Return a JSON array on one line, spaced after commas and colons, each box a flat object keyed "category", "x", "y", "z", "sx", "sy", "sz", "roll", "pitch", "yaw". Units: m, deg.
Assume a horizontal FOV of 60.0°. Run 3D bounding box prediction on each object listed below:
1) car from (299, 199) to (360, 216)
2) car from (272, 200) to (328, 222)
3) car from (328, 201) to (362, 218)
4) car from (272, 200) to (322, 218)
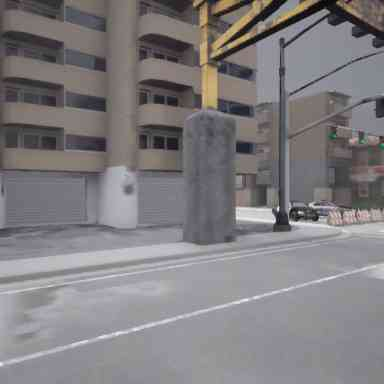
[{"category": "car", "x": 11.757, "y": 1.295, "z": 28.613, "sx": 4.536, "sy": 1.218, "sz": 1.853, "roll": 0, "pitch": 0, "yaw": 34}, {"category": "car", "x": 8.225, "y": 1.453, "z": 26.434, "sx": 2.038, "sy": 1.542, "sz": 4.974, "roll": 0, "pitch": 0, "yaw": -11}, {"category": "car", "x": 11.800, "y": 1.453, "z": 28.584, "sx": 4.974, "sy": 1.542, "sz": 2.038, "roll": 0, "pitch": 0, "yaw": 34}, {"category": "car", "x": 8.215, "y": 1.295, "z": 26.485, "sx": 1.853, "sy": 1.218, "sz": 4.536, "roll": 0, "pitch": 0, "yaw": -11}]
